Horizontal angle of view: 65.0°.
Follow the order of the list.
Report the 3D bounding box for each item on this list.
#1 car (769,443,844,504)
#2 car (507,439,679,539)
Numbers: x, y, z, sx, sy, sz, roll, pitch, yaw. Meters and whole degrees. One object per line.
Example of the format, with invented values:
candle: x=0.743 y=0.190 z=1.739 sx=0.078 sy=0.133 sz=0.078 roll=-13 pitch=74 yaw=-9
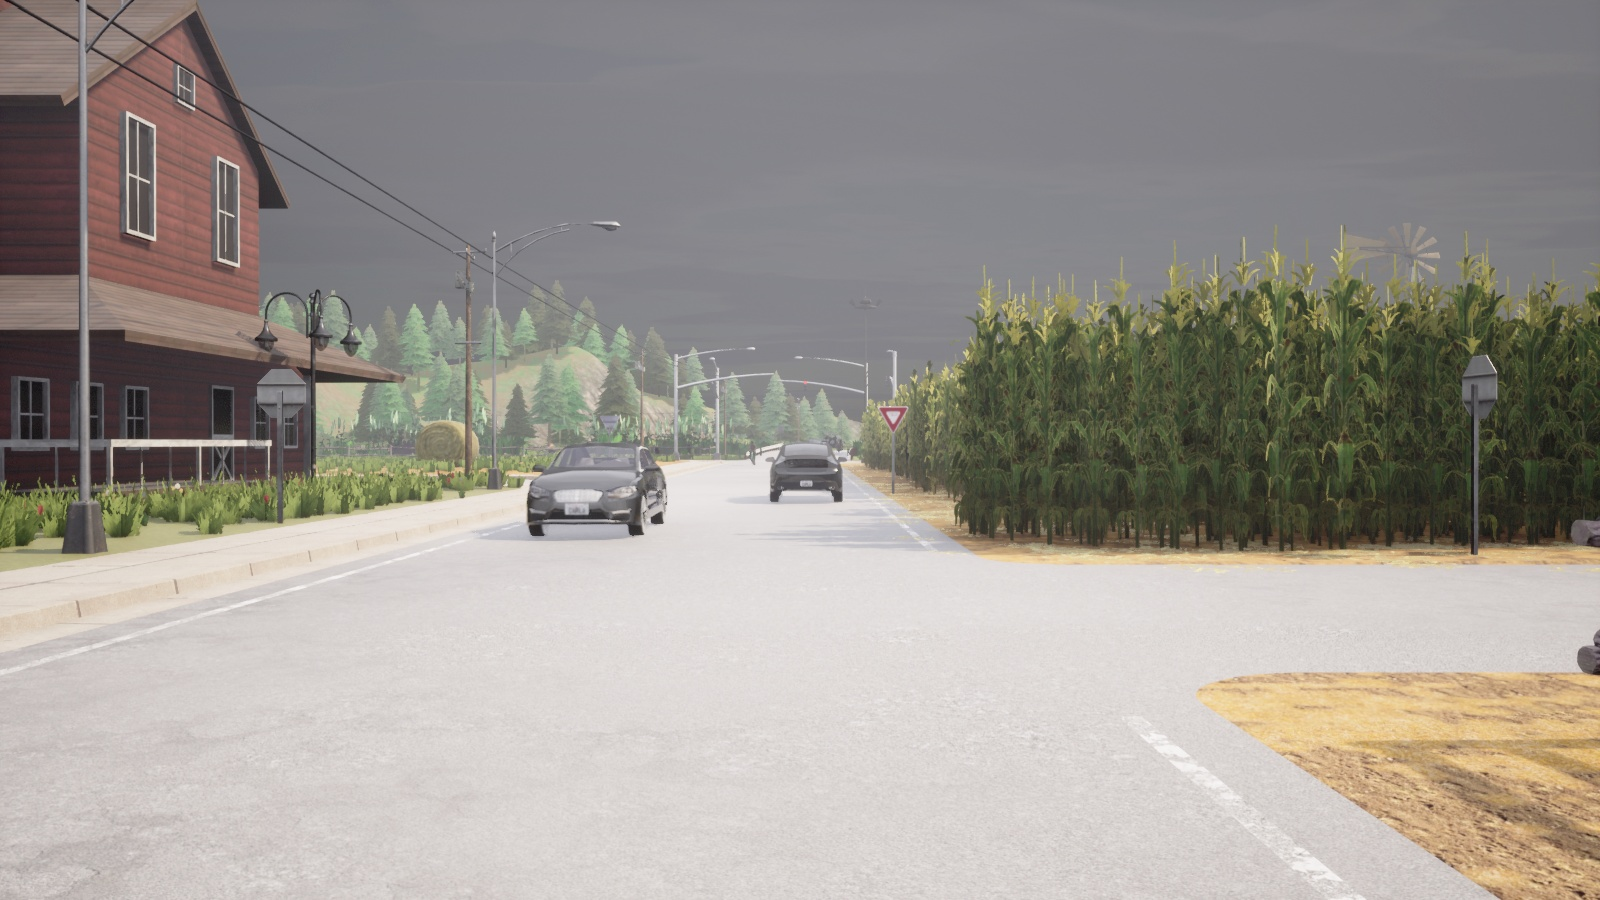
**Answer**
car: x=0.167 y=0.563 z=33.408 sx=1.837 sy=1.490 sz=4.892 roll=0 pitch=0 yaw=0
car: x=-3.387 y=0.577 z=21.538 sx=2.128 sy=1.511 sz=4.902 roll=0 pitch=1 yaw=0
